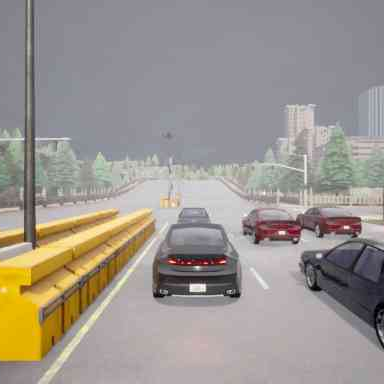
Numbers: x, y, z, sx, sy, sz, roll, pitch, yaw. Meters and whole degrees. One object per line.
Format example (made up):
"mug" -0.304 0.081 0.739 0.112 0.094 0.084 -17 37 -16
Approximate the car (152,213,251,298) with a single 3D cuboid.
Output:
"car" 0.099 1.505 8.501 1.837 1.490 4.892 0 0 0

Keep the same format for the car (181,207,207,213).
"car" 0.091 1.547 18.232 2.033 1.411 5.357 0 0 0

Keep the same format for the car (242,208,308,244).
"car" 3.593 1.478 15.770 1.882 1.535 5.008 0 0 0

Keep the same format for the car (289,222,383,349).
"car" 3.592 1.547 5.945 2.033 1.411 5.357 0 0 0

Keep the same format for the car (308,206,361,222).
"car" 7.091 1.478 17.758 1.882 1.535 5.008 0 0 0
